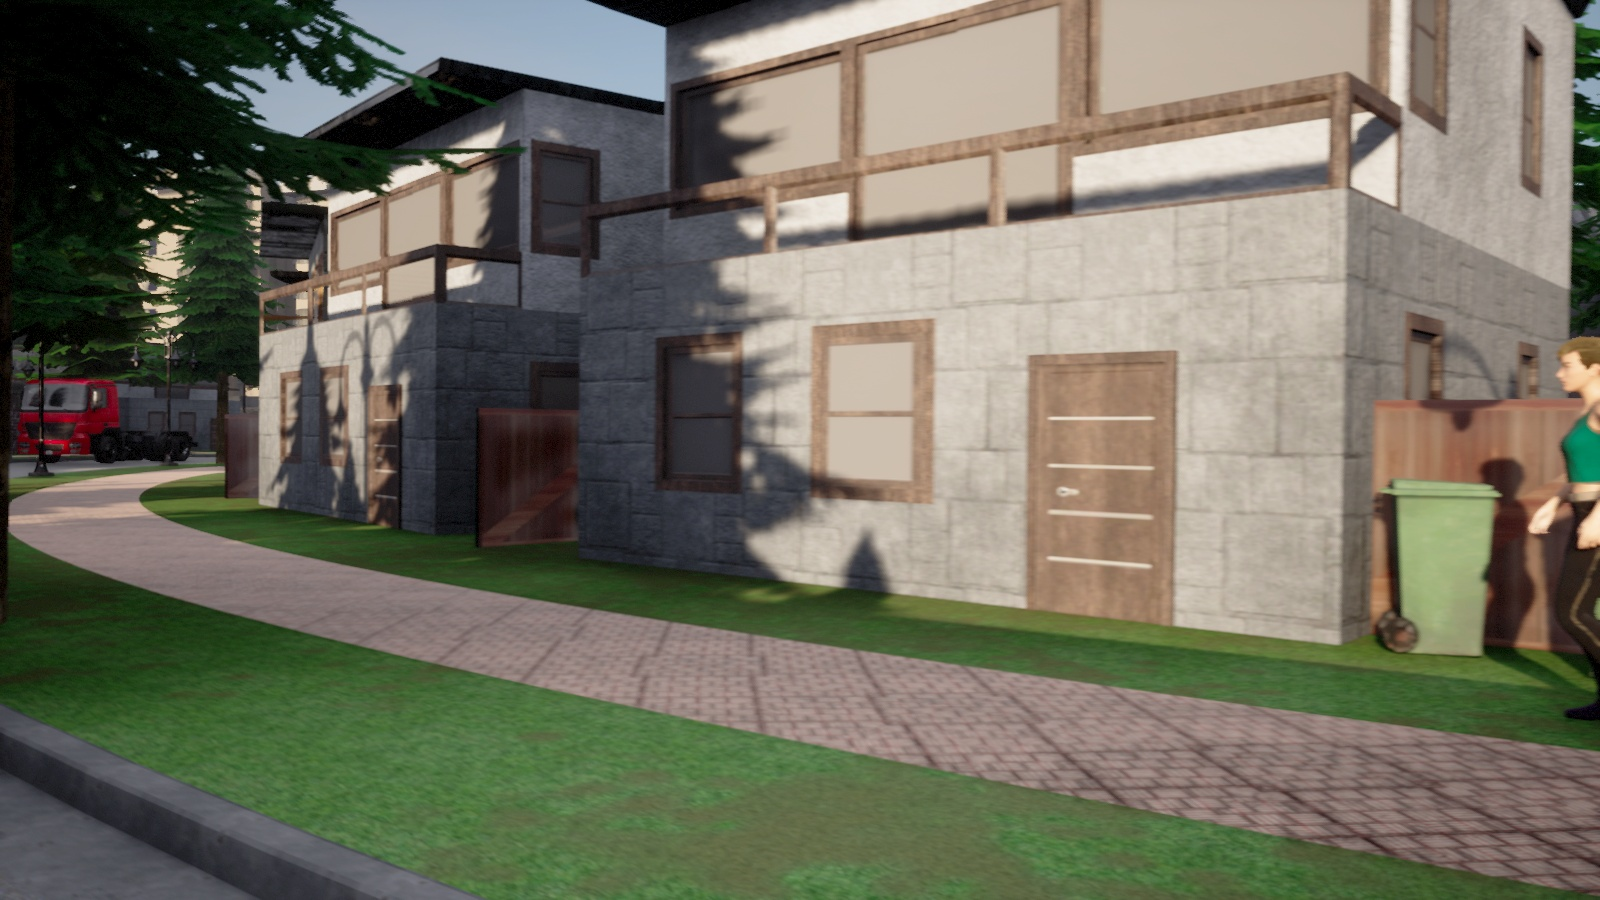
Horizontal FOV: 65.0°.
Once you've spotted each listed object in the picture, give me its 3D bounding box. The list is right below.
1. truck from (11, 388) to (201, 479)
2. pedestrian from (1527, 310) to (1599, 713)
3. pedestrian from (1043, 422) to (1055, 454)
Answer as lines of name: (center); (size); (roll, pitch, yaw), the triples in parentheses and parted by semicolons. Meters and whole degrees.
truck: (-28.512, -0.691, 52.140); (2.891, 3.462, 7.936); (0, 1, 5)
pedestrian: (3.745, 0.281, 5.860); (0.594, 1.836, 0.345); (0, 1, 28)
pedestrian: (14.376, -0.676, 72.380); (0.634, 1.846, 0.331); (0, 1, 20)
